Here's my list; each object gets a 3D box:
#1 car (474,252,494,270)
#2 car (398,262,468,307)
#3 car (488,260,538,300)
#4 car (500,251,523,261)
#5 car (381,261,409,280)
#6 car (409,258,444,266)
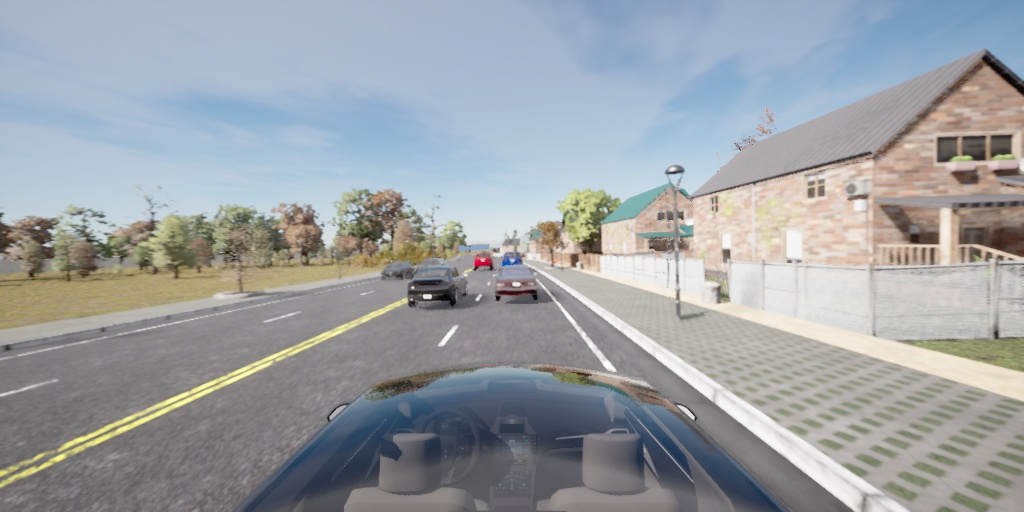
[{"bbox_3d":[-3.341,0.591,42.979,2.150,2.045,5.566,-2,1,-2],"label":"car"},{"bbox_3d":[-3.055,1.191,15.370,1.837,1.490,4.892,-2,1,0],"label":"car"},{"bbox_3d":[0.180,1.116,16.505,2.033,1.411,5.357,-2,1,0],"label":"car"},{"bbox_3d":[0.005,0.544,37.767,2.150,2.045,5.566,-2,1,-1],"label":"car"},{"bbox_3d":[-9.806,1.228,31.057,1.837,1.490,4.892,-2,0,-1],"label":"car"},{"bbox_3d":[-6.550,0.986,29.385,2.097,1.767,4.553,-2,1,-1],"label":"car"}]
